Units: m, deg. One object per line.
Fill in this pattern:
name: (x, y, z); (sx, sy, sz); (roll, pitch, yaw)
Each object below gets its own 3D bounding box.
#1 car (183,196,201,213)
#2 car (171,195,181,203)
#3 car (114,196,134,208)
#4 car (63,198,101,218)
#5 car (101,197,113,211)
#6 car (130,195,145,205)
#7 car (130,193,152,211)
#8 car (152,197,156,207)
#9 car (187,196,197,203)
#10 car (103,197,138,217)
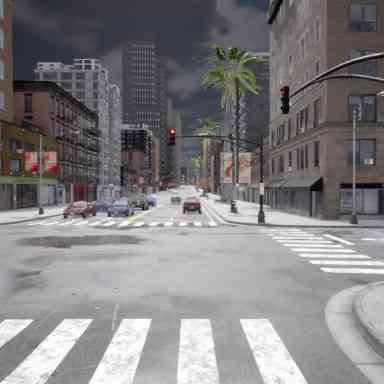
car: (0.010, 1.465, 37.346); (1.882, 1.535, 5.008); (0, 0, 0)
car: (-3.280, 1.432, 68.878); (2.128, 1.511, 4.902); (0, 0, 0)
car: (-9.936, 1.454, 49.195); (1.882, 1.535, 5.008); (0, 0, 0)
car: (-9.903, 1.516, 29.753); (1.812, 1.442, 4.674); (0, 0, 0)
car: (-9.918, 1.338, 38.745); (2.097, 1.767, 4.553); (0, 0, 0)
car: (-9.908, 1.436, 61.089); (1.882, 1.535, 5.008); (0, 0, 0)
car: (-6.671, 1.206, 41.230); (2.150, 2.045, 5.566); (0, 0, 0)
car: (-6.684, 1.451, 51.671); (1.882, 1.535, 5.008); (0, 0, 0)
car: (-0.028, 1.509, 67.318); (1.994, 1.385, 4.181); (0, 0, 0)
car: (-6.660, 1.515, 31.538); (1.812, 1.442, 4.674); (0, 0, 0)
